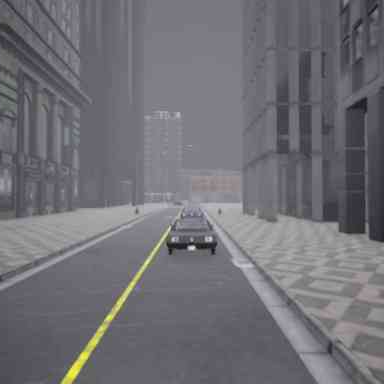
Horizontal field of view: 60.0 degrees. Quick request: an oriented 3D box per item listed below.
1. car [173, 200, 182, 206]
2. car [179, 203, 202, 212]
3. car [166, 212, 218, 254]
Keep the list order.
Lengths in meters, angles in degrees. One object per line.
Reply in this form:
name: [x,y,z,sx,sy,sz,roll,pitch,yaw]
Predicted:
car: [-3.038,2.391,71.043,1.895,1.301,4.718,0,-1,0]
car: [-0.015,1.895,29.110,1.895,1.301,4.718,0,-1,0]
car: [-0.006,1.739,14.108,1.895,1.301,4.718,0,-1,0]
